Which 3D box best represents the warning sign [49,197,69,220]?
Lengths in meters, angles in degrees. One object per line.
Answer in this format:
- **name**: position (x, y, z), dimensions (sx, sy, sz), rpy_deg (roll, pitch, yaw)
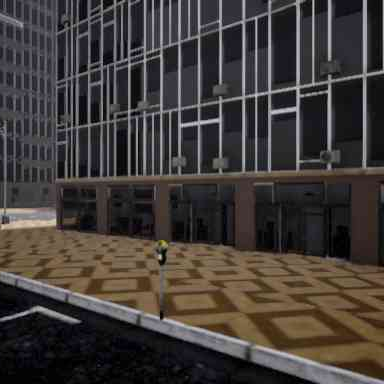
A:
- **warning sign**: position (-11.649, 1.429, 29.083), dimensions (1.300, 1.860, 1.060), rpy_deg (1, 1, 33)
